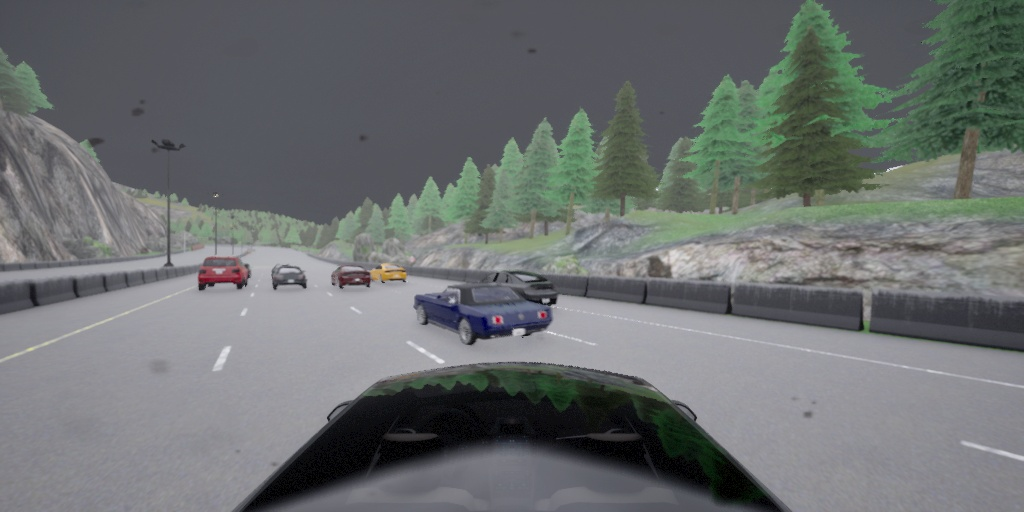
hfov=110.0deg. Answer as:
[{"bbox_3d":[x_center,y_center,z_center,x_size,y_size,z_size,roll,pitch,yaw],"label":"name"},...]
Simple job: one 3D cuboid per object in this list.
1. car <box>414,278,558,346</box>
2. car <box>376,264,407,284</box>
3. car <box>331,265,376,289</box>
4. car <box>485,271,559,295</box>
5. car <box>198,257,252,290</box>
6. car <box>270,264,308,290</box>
[{"bbox_3d":[-1.083,1.406,9.787,1.895,1.301,4.718,0,0,-34],"label":"car"},{"bbox_3d":[-10.251,1.403,29.625,1.882,1.535,5.008,0,-1,-34],"label":"car"},{"bbox_3d":[-11.163,1.366,24.724,1.882,1.535,5.008,0,-1,-34],"label":"car"},{"bbox_3d":[-0.157,1.346,14.672,1.837,1.490,4.892,0,-1,-34],"label":"car"},{"bbox_3d":[-18.908,1.086,23.655,2.150,2.045,5.566,0,0,-32],"label":"car"},{"bbox_3d":[-14.973,1.402,24.107,1.812,1.442,4.674,0,0,-34],"label":"car"}]
